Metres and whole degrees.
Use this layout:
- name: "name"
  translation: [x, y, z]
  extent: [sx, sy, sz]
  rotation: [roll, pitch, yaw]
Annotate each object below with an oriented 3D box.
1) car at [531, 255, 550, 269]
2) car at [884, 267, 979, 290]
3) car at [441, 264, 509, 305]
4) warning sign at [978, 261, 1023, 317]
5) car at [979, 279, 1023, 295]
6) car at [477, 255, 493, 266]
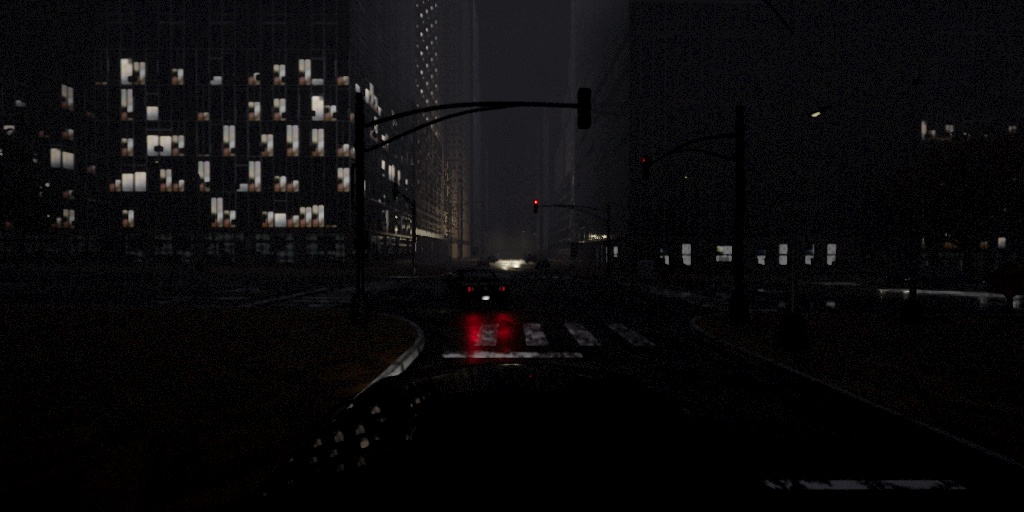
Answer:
- name: "car"
  translation: [3.905, 0.917, 46.239]
  extent: [1.948, 1.339, 4.313]
  rotation: [0, 0, 0]
- name: "car"
  translation: [29.721, 1.564, 25.737]
  extent: [5.008, 1.535, 1.882]
  rotation: [1, 1, -3]
- name: "car"
  translation: [-1.747, 1.219, 15.290]
  extent: [1.895, 1.301, 4.718]
  rotation: [1, 1, -21]
- name: "warning sign"
  translation: [17.270, 1.105, 12.446]
  extent: [1.060, 1.860, 1.300]
  rotation: [0, 0, -3]
- name: "car"
  translation: [32.762, 1.771, 22.627]
  extent: [4.718, 1.301, 1.895]
  rotation: [1, 1, -3]
- name: "car"
  translation: [-4.051, 0.880, 51.728]
  extent: [1.802, 1.307, 4.207]
  rotation: [0, 0, 0]
